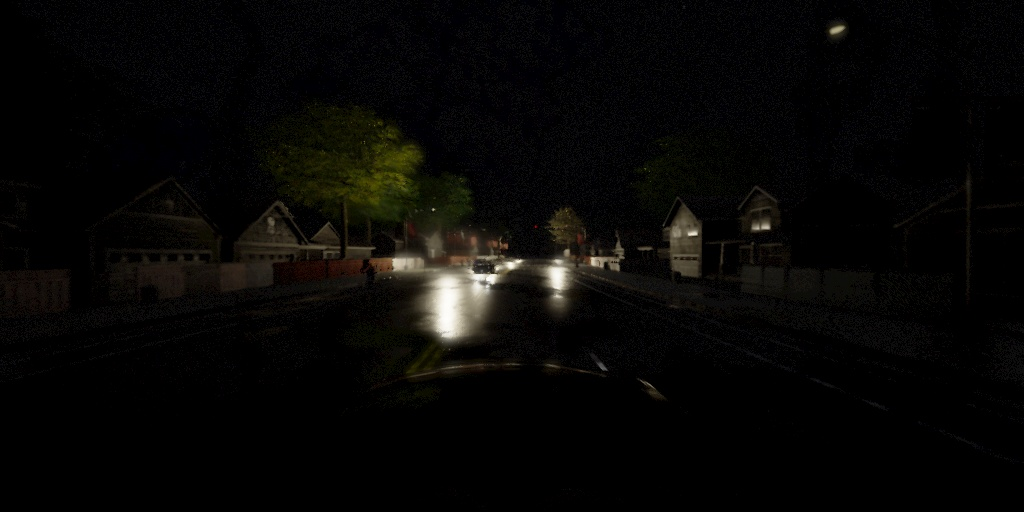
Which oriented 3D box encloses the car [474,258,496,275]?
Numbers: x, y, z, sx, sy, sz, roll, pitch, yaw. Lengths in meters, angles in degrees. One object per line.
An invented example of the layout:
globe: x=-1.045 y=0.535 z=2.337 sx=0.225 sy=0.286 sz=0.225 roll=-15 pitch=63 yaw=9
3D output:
car: x=-2.784 y=1.175 z=37.166 sx=2.128 sy=1.511 sz=4.902 roll=0 pitch=0 yaw=3

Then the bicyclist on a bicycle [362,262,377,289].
bicyclist on a bicycle: x=-8.699 y=1.162 z=22.049 sx=0.866 sy=1.612 sz=1.509 roll=0 pitch=0 yaw=1

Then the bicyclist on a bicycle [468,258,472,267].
bicyclist on a bicycle: x=-6.877 y=1.052 z=58.215 sx=0.866 sy=1.612 sz=1.509 roll=0 pitch=0 yaw=4
